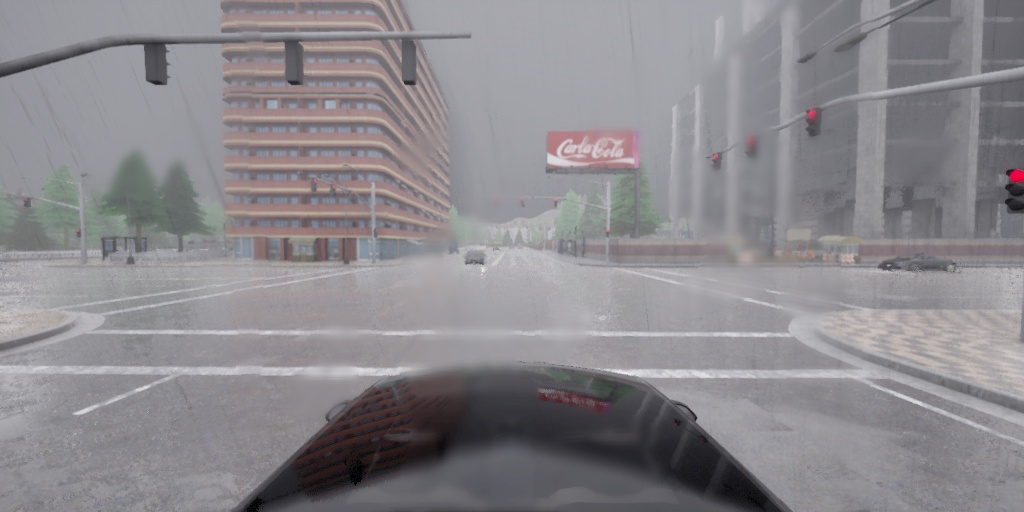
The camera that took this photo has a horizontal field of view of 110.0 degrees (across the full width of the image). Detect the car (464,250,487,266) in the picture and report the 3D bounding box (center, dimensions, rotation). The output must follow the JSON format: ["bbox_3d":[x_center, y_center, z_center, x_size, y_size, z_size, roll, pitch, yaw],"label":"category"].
[{"bbox_3d":[-3.502,0.195,35.053,1.837,1.490,4.892,0,3,0],"label":"car"}]

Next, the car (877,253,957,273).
[{"bbox_3d":[29.381,0.490,26.079,4.181,1.385,1.994,0,2,0],"label":"car"}]
